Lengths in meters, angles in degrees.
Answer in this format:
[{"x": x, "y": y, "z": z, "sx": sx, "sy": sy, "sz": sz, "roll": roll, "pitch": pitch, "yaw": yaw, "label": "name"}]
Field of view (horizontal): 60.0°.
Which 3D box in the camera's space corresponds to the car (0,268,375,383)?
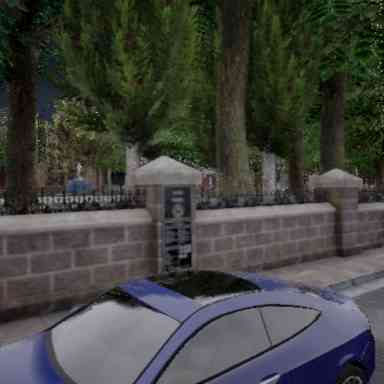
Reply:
[{"x": -0.165, "y": 1.525, "z": 2.937, "sx": 4.674, "sy": 1.442, "sz": 1.812, "roll": 0, "pitch": 0, "yaw": -36, "label": "car"}]
